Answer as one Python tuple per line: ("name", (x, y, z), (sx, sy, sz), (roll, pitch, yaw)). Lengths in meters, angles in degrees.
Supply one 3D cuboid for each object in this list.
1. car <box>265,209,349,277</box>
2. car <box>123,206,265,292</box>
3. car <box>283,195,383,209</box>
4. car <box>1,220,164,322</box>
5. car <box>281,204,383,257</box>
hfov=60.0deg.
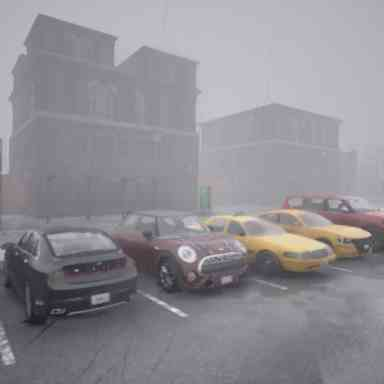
("car", (1.748, 1.428, 10.466), (1.946, 1.575, 5.366), (0, 0, -36))
("car", (-0.542, 1.323, 9.098), (2.185, 1.767, 4.553), (0, 0, -36))
("car", (6.187, 1.142, 13.826), (2.435, 2.045, 5.566), (0, 0, -36))
("car", (-2.887, 1.469, 7.379), (2.231, 1.521, 4.892), (0, 0, -36))
("car", (3.903, 1.412, 12.238), (2.097, 1.535, 5.008), (0, 0, -36))
